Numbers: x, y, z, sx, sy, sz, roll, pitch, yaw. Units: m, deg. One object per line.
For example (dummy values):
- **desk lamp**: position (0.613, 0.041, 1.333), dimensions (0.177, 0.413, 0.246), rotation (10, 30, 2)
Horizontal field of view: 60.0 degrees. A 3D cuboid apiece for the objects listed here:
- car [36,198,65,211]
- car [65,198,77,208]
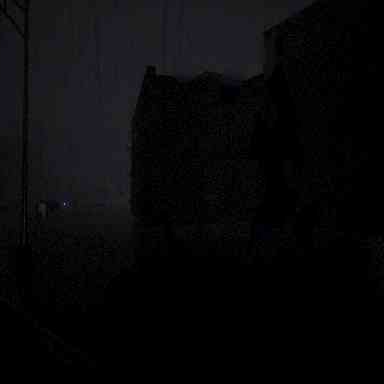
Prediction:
- **car**: position (-18.564, 1.632, 42.966), dimensions (2.128, 1.511, 4.902), rotation (1, 0, -6)
- **car**: position (-19.912, 1.722, 53.469), dimensions (1.812, 1.442, 4.674), rotation (1, 0, -7)
